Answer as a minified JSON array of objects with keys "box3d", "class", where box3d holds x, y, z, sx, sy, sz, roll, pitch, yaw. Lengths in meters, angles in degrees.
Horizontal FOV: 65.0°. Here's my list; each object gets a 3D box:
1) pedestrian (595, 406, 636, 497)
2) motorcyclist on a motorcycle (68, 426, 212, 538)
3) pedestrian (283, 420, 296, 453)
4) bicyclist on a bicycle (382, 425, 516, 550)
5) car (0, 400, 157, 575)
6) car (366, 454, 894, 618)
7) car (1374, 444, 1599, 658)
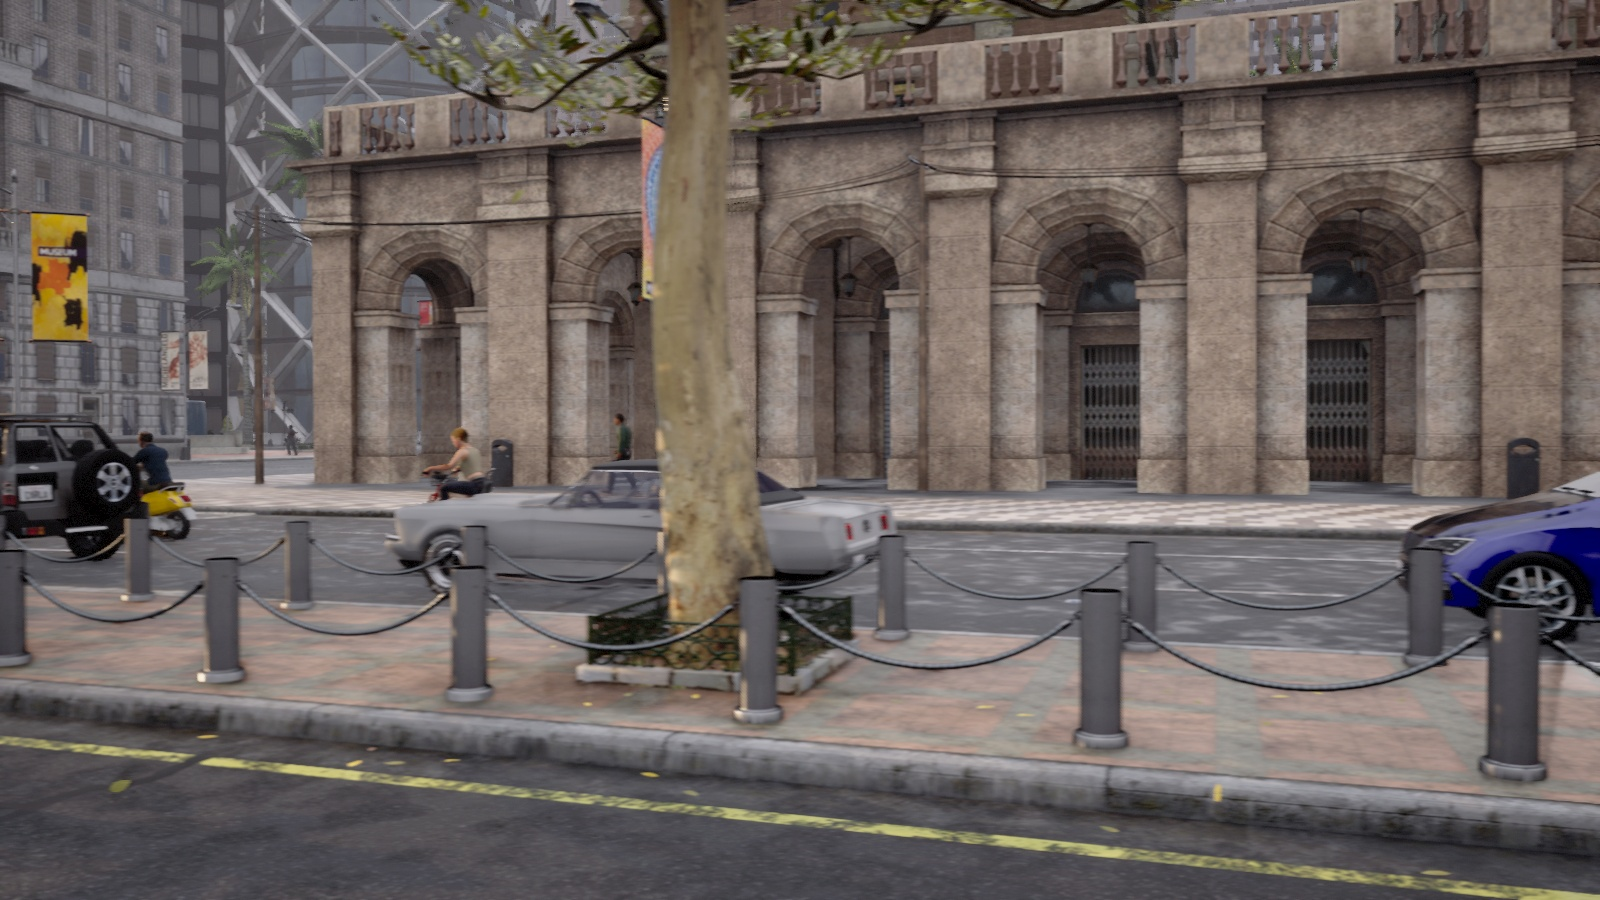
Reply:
[{"box3d":[-3.999,0.032,27.227,0.788,1.949,0.423,1,1,18],"class":"pedestrian"},{"box3d":[-9.777,0.445,18.614,1.817,1.590,0.866,1,1,19],"class":"motorcyclist on a motorcycle"},{"box3d":[-30.049,-0.814,73.929,0.402,1.930,0.666,1,1,19],"class":"pedestrian"},{"box3d":[-4.714,0.474,16.913,1.509,1.612,0.866,1,1,19],"class":"bicyclist on a bicycle"},{"box3d":[-10.252,0.364,15.016,4.605,1.855,1.932,1,1,20],"class":"car"},{"box3d":[-1.619,0.726,12.179,4.718,1.301,1.895,1,1,19],"class":"car"},{"box3d":[6.690,0.715,9.382,4.193,1.474,1.816,1,1,19],"class":"car"}]
